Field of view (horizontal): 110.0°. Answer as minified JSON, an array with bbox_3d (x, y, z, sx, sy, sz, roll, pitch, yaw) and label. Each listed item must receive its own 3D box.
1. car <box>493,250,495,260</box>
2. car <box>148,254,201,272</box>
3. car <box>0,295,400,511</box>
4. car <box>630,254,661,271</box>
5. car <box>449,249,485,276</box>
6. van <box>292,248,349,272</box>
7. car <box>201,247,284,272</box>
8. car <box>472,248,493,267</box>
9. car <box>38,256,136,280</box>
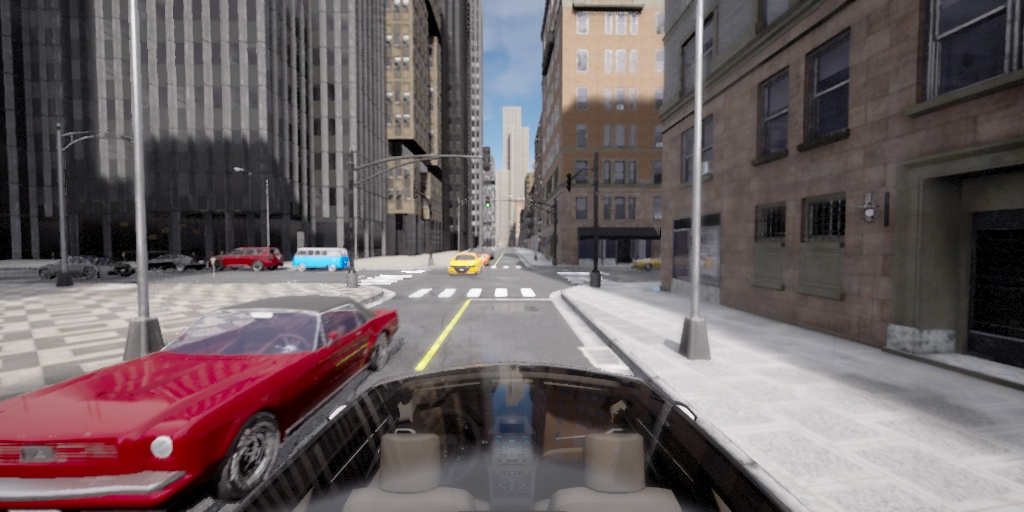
[{"bbox_3d":[-3.284,-0.226,48.266,1.882,1.535,5.008,0,3,0],"label":"car"},{"bbox_3d":[-26.166,0.499,27.763,4.313,1.339,1.948,0,0,-1],"label":"car"},{"bbox_3d":[-3.014,1.260,4.472,1.895,1.301,4.718,0,2,0],"label":"car"},{"bbox_3d":[11.955,0.402,28.581,4.829,1.417,1.751,0,0,-1],"label":"car"},{"bbox_3d":[-3.141,0.509,24.791,1.882,1.535,5.008,0,2,0],"label":"car"},{"bbox_3d":[-14.887,0.273,28.005,3.998,1.789,1.690,0,0,-1],"label":"van"},{"bbox_3d":[-20.527,0.248,27.884,5.009,1.841,2.192,0,0,-1],"label":"car"},{"bbox_3d":[-3.194,0.040,33.545,2.097,1.767,4.553,0,1,0],"label":"car"},{"bbox_3d":[-25.714,0.687,21.798,4.181,1.385,1.994,0,2,-1],"label":"car"}]
